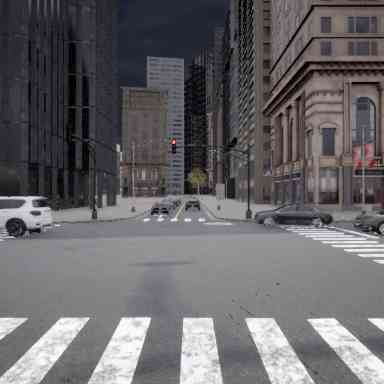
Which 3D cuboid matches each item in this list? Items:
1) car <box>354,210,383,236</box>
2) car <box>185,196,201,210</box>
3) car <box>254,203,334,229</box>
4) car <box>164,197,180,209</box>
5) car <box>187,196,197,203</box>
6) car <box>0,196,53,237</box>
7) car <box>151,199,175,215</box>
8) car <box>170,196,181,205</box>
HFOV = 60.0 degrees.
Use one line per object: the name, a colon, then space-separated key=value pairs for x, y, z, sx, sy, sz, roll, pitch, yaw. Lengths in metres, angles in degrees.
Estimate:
car: x=11.182 y=1.477 z=17.636 sx=4.892 sy=1.490 sz=1.837 roll=0 pitch=0 yaw=0
car: x=0.109 y=1.572 z=44.529 sx=1.837 sy=1.490 sz=4.892 roll=0 pitch=0 yaw=0
car: x=6.504 y=1.520 z=21.527 sx=4.892 sy=1.490 sz=1.837 roll=0 pitch=1 yaw=11
car: x=-3.064 y=1.556 z=43.218 sx=2.128 sy=1.511 sz=4.902 roll=0 pitch=0 yaw=0
car: x=-0.016 y=1.680 z=73.001 sx=2.128 sy=1.511 sz=4.902 roll=0 pitch=0 yaw=0
car: x=-10.324 y=1.262 z=17.603 sx=5.566 sy=2.045 sz=2.150 roll=0 pitch=0 yaw=0
car: x=-3.057 y=1.644 z=33.822 sx=1.895 sy=1.301 sz=4.718 roll=0 pitch=0 yaw=0
car: x=-3.005 y=1.597 z=62.777 sx=1.882 sy=1.535 sz=5.008 roll=0 pitch=0 yaw=0
